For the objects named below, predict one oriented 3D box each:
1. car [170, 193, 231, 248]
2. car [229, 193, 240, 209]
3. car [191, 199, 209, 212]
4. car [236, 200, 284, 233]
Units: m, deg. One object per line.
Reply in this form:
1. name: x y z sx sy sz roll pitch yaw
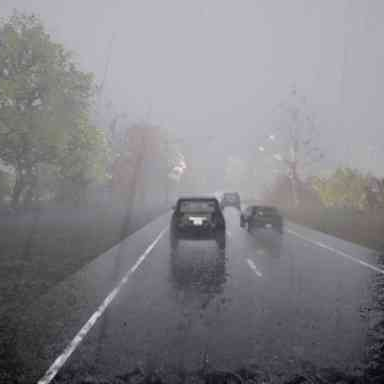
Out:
1. car: 0.254 1.167 14.621 2.150 2.045 5.566 0 0 1
2. car: 4.545 1.075 39.785 2.150 2.045 5.566 0 0 3
3. car: 0.934 1.463 37.296 1.895 1.301 4.718 0 0 2
4. car: 3.845 1.436 18.943 1.837 1.490 4.892 0 0 1
